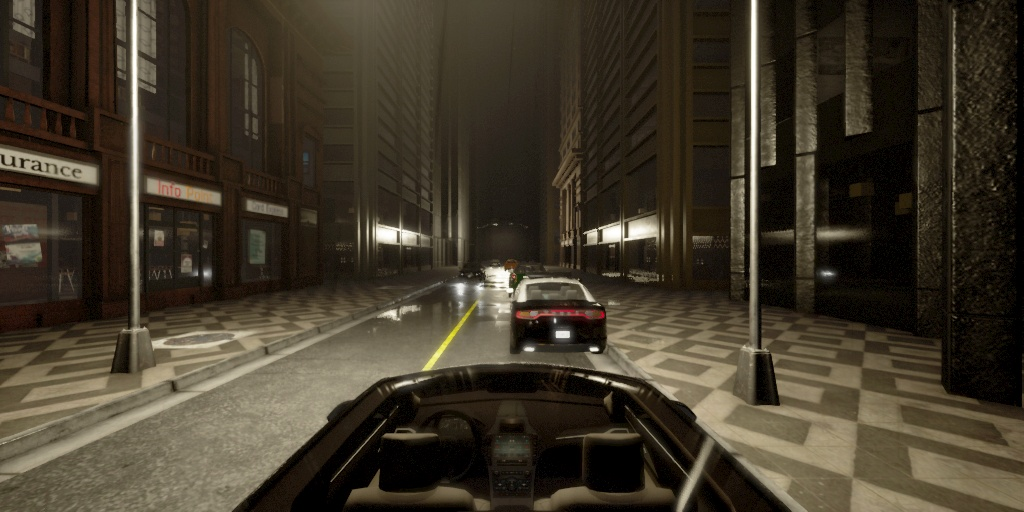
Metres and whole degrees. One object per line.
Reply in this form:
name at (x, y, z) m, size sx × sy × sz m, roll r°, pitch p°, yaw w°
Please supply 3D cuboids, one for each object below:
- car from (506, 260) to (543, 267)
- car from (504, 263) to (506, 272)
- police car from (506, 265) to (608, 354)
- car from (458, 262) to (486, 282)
car at (0.872, 1.111, 18.752) m, size 2.097 × 1.767 × 4.553 m, roll 0°, pitch 0°, yaw 0°
car at (-0.035, 1.281, 48.219) m, size 1.882 × 1.535 × 5.008 m, roll 0°, pitch 0°, yaw 0°
police car at (0.889, 1.178, 8.891) m, size 1.930 × 1.638 × 5.238 m, roll 0°, pitch 0°, yaw 0°
car at (-3.146, 1.276, 28.817) m, size 1.837 × 1.490 × 4.892 m, roll 0°, pitch 0°, yaw 0°
